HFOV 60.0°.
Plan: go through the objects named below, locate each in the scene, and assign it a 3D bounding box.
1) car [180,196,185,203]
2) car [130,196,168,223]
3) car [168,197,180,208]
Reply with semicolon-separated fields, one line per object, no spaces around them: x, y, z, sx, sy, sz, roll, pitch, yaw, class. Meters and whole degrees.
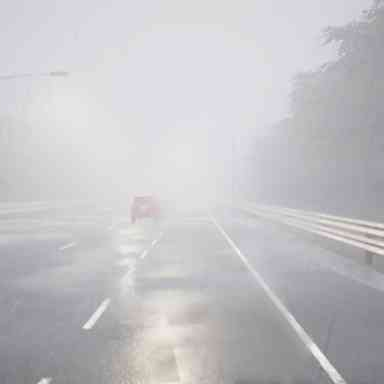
-3.147;1.826;77.973;1.812;1.442;4.674;0;0;1;car
-3.455;1.301;26.558;2.150;2.045;5.566;0;0;0;car
-3.344;1.659;50.801;1.882;1.535;5.008;0;0;0;car
